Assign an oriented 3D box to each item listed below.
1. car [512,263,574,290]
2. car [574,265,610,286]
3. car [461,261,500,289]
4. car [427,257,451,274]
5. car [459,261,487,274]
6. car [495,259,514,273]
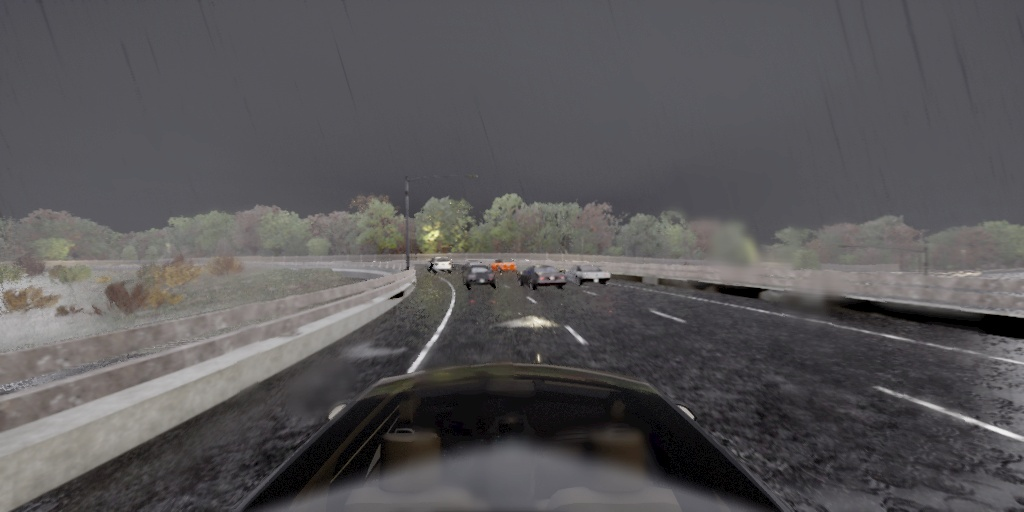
[{"bbox_3d":[1.704,1.265,22.087,2.033,1.411,5.357,-1,0,-12],"label":"car"},{"bbox_3d":[4.815,1.263,24.476,1.895,1.301,4.718,-1,0,-11],"label":"car"},{"bbox_3d":[-2.211,1.313,23.715,1.812,1.442,4.674,-1,0,-11],"label":"car"},{"bbox_3d":[-9.347,1.138,45.730,2.150,2.045,5.566,-1,0,-24],"label":"car"},{"bbox_3d":[-4.879,1.382,44.225,2.033,1.411,5.357,-1,0,-22],"label":"car"},{"bbox_3d":[-1.178,1.119,44.277,2.097,1.767,4.553,-1,0,-21],"label":"car"}]
